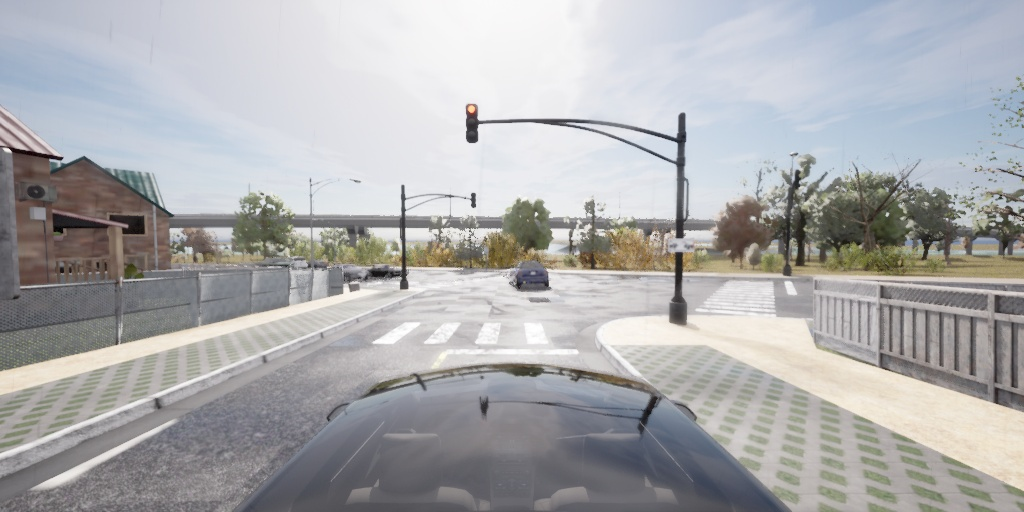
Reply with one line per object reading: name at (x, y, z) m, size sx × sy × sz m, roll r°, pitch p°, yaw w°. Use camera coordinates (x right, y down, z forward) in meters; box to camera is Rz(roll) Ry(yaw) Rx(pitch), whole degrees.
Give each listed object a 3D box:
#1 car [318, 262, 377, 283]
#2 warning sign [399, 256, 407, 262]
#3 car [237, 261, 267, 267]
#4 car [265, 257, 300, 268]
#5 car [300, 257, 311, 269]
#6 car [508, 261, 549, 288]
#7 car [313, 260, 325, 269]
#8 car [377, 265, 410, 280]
car at (-14.338, 1.462, 31.150) m, size 4.902 × 1.511 × 2.128 m, roll 0°, pitch 2°, yaw 36°
warning sign at (-14.238, 0.707, 46.795) m, size 1.060 × 1.860 × 1.300 m, roll 0°, pitch 0°, yaw 36°
car at (-32.792, 1.629, 44.607) m, size 4.892 × 1.490 × 1.837 m, roll -1°, pitch 1°, yaw 36°
car at (-30.605, 1.230, 47.015) m, size 5.566 × 2.045 × 2.150 m, roll -1°, pitch 2°, yaw 36°
car at (-31.879, 1.142, 52.110) m, size 5.566 × 2.045 × 2.150 m, roll 0°, pitch 2°, yaw 37°
car at (1.044, 1.088, 24.715) m, size 2.097 × 1.767 × 4.553 m, roll -2°, pitch 2°, yaw -8°
car at (-30.158, 1.303, 54.831) m, size 4.902 × 1.511 × 2.128 m, roll -1°, pitch 2°, yaw 36°
car at (-11.591, 1.453, 33.171) m, size 4.718 × 1.301 × 1.895 m, roll 0°, pitch 2°, yaw 36°
